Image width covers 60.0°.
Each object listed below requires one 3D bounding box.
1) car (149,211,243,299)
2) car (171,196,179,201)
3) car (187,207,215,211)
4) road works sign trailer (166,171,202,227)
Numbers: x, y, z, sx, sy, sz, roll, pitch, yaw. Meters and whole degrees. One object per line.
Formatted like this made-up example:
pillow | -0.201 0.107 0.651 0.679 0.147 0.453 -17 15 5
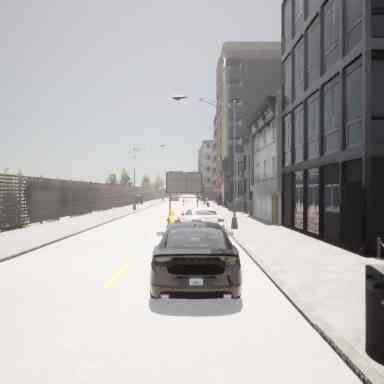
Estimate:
car | 0.074 1.477 8.500 1.882 1.535 5.008 0 0 0
car | -4.233 1.562 79.149 1.994 1.385 4.181 0 0 0
car | 0.457 1.538 17.849 1.812 1.442 4.674 0 -1 -10
road works sign trailer | -0.555 0.464 21.328 2.380 3.560 2.880 0 0 -17
